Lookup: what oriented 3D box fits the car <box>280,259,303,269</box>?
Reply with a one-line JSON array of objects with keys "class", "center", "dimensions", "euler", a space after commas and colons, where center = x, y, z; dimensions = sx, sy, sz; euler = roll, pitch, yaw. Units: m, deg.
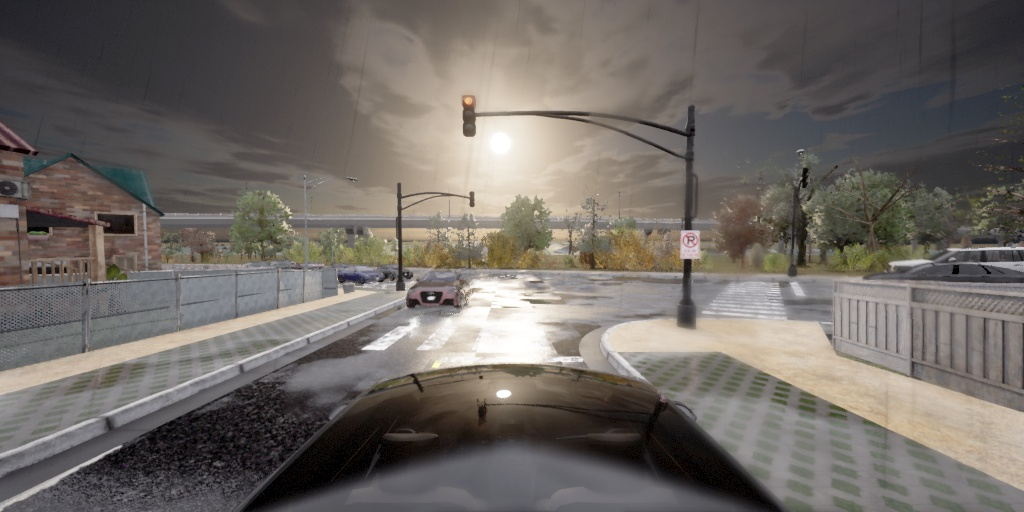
[{"class": "car", "center": [-28.851, 1.357, 45.070], "dimensions": [4.553, 1.767, 2.097], "euler": [-1, 2, 36]}]

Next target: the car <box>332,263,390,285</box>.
[{"class": "car", "center": [-12.270, 1.488, 29.036], "dimensions": [4.674, 1.442, 1.812], "euler": [0, 2, 36]}]

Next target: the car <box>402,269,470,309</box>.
[{"class": "car", "center": [-2.858, 1.300, 14.648], "dimensions": [1.994, 1.385, 4.181], "euler": [0, 0, 0]}]

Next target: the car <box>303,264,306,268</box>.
[{"class": "car", "center": [-32.091, 1.459, 51.652], "dimensions": [4.674, 1.442, 1.812], "euler": [0, 2, 36]}]

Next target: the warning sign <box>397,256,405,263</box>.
[{"class": "warning sign", "center": [-14.327, 0.719, 46.220], "dimensions": [1.060, 1.860, 1.300], "euler": [0, 0, 36]}]

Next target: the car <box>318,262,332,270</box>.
[{"class": "car", "center": [-17.714, 1.474, 36.989], "dimensions": [4.181, 1.385, 1.994], "euler": [0, 2, 36]}]

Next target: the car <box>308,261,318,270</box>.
[{"class": "car", "center": [-30.623, 1.429, 54.489], "dimensions": [4.718, 1.301, 1.895], "euler": [-1, 2, 36]}]

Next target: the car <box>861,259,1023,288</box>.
[{"class": "car", "center": [18.203, 1.017, 15.226], "dimensions": [4.892, 1.490, 1.837], "euler": [-1, 2, 36]}]

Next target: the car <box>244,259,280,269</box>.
[{"class": "car", "center": [-29.244, 1.454, 41.338], "dimensions": [4.553, 1.767, 2.097], "euler": [0, 2, 36]}]

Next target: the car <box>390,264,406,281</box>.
[{"class": "car", "center": [-10.730, 1.417, 31.934], "dimensions": [4.181, 1.385, 1.994], "euler": [0, 2, 36]}]

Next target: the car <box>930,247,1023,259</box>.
[{"class": "car", "center": [21.506, 0.611, 16.833], "dimensions": [5.566, 2.045, 2.150], "euler": [0, 2, 36]}]
